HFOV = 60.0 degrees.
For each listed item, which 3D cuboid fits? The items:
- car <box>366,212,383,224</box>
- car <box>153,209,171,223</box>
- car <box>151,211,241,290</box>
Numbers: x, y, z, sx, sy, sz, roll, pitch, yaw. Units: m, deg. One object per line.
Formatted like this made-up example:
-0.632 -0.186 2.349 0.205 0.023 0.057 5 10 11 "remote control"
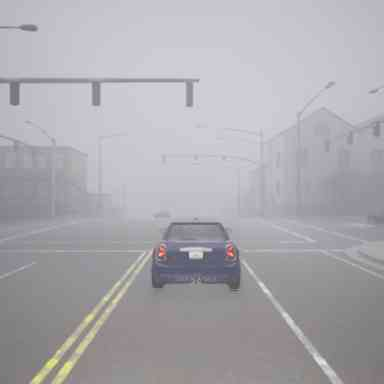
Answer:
16.597 1.849 25.904 5.357 1.411 2.033 0 -1 -1 "car"
-3.605 3.042 40.768 1.895 1.301 4.718 0 -9 0 "car"
0.107 1.463 9.594 2.097 1.767 4.553 0 -1 0 "car"
